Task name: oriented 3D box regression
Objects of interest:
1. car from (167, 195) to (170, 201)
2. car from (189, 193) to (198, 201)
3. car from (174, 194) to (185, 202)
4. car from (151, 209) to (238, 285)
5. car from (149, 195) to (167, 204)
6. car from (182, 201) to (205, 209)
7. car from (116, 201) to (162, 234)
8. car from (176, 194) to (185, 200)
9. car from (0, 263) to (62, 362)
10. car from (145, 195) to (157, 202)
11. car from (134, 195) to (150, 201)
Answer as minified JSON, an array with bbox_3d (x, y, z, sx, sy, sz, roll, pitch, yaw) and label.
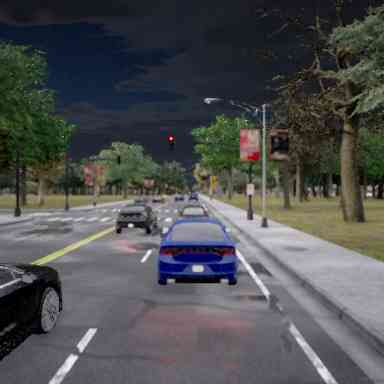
[{"bbox_3d":[-6.162,1.370,77.251,1.882,1.535,5.008,0,0,0],"label":"car"},{"bbox_3d":[0.329,1.145,75.186,2.150,2.045,5.566,0,0,0],"label":"car"},{"bbox_3d":[-2.921,1.396,75.170,1.882,1.535,5.008,0,0,0],"label":"car"},{"bbox_3d":[0.143,1.462,9.488,1.882,1.535,5.008,0,0,0],"label":"car"},{"bbox_3d":[-6.268,1.400,62.035,1.882,1.535,5.008,0,0,1],"label":"car"},{"bbox_3d":[0.103,1.496,19.448,1.812,1.442,4.674,0,0,1],"label":"car"},{"bbox_3d":[-3.068,1.471,19.123,1.837,1.490,4.892,0,-1,0],"label":"car"},{"bbox_3d":[-2.876,1.335,85.586,2.033,1.411,5.357,0,0,0],"label":"car"},{"bbox_3d":[-3.135,1.485,3.775,2.128,1.511,4.902,0,0,0],"label":"car"},{"bbox_3d":[-9.412,1.416,77.262,2.128,1.511,4.902,0,0,0],"label":"car"},{"bbox_3d":[-9.517,1.485,61.981,1.994,1.385,4.181,0,0,1],"label":"car"}]
